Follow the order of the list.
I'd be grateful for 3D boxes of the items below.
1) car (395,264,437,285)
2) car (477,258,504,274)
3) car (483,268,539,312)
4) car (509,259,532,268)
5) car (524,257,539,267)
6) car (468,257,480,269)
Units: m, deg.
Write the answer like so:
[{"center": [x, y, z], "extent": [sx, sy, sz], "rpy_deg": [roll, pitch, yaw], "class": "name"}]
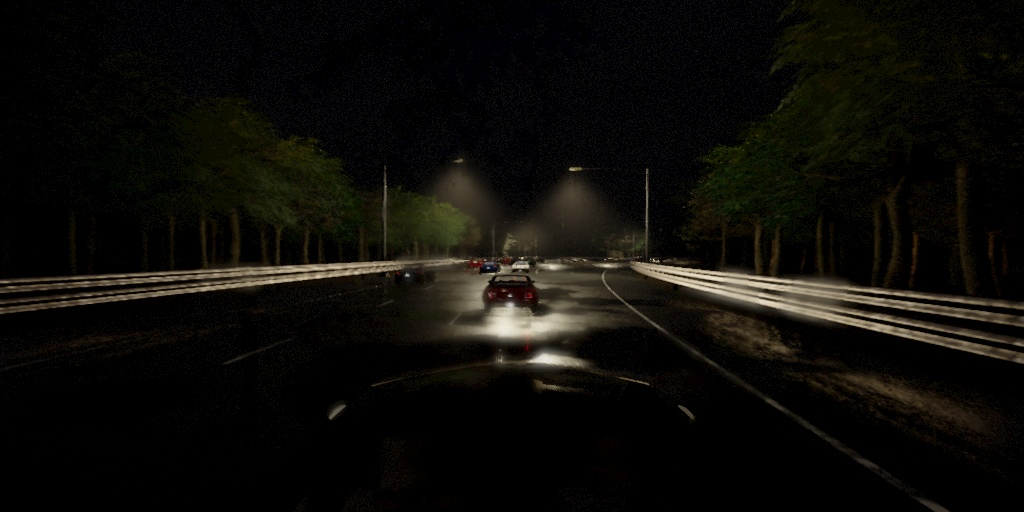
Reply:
[{"center": [-6.695, 1.255, 25.298], "extent": [1.994, 1.385, 4.181], "rpy_deg": [0, 0, 2], "class": "car"}, {"center": [-2.401, 1.239, 40.606], "extent": [1.994, 1.385, 4.181], "rpy_deg": [0, 0, 4], "class": "car"}, {"center": [-0.018, 1.344, 14.133], "extent": [1.895, 1.301, 4.718], "rpy_deg": [0, 0, 1], "class": "car"}, {"center": [1.066, 1.283, 41.230], "extent": [1.895, 1.301, 4.718], "rpy_deg": [0, 0, 4], "class": "car"}, {"center": [3.108, 0.979, 62.604], "extent": [2.097, 1.767, 4.553], "rpy_deg": [0, 0, 7], "class": "car"}, {"center": [-4.946, 0.990, 52.570], "extent": [2.097, 1.767, 4.553], "rpy_deg": [0, 0, 6], "class": "car"}]
